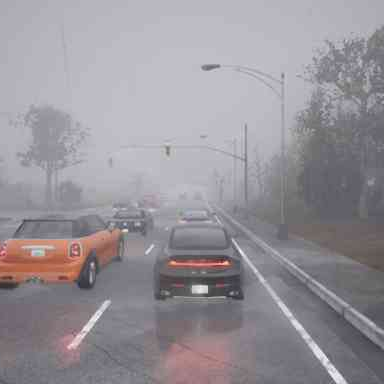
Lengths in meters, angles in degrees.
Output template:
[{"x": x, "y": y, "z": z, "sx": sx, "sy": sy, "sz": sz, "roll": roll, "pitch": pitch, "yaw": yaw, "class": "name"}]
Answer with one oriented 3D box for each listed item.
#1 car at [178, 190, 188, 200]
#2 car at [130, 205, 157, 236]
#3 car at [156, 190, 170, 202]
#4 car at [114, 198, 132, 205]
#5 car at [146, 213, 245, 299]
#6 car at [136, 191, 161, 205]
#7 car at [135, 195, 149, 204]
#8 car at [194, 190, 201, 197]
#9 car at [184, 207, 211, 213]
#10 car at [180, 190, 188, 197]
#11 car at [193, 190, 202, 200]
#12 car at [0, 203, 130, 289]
[{"x": -2.218, "y": 1.004, "z": 75.239, "sx": 1.837, "sy": 1.490, "sz": 4.892, "roll": 0, "pitch": 3, "yaw": 1, "class": "car"}, {"x": -3.242, "y": 1.598, "z": 18.437, "sx": 1.895, "sy": 1.301, "sz": 4.718, "roll": 0, "pitch": 0, "yaw": 0, "class": "car"}, {"x": -5.840, "y": 1.027, "z": 69.089, "sx": 2.150, "sy": 2.045, "sz": 5.566, "roll": 0, "pitch": 2, "yaw": 1, "class": "car"}, {"x": -9.855, "y": 1.541, "z": 47.555, "sx": 2.033, "sy": 1.411, "sz": 5.357, "roll": 0, "pitch": 0, "yaw": 1, "class": "car"}, {"x": 0.164, "y": 1.504, "z": 8.410, "sx": 1.837, "sy": 1.490, "sz": 4.892, "roll": 0, "pitch": 0, "yaw": 1, "class": "car"}, {"x": -6.335, "y": 1.215, "z": 48.420, "sx": 2.150, "sy": 2.045, "sz": 5.566, "roll": 0, "pitch": 0, "yaw": 1, "class": "car"}, {"x": -9.492, "y": 1.461, "z": 63.705, "sx": 1.837, "sy": 1.490, "sz": 4.892, "roll": 0, "pitch": 1, "yaw": 2, "class": "car"}, {"x": 1.485, "y": 0.306, "z": 85.587, "sx": 1.837, "sy": 1.490, "sz": 4.892, "roll": 0, "pitch": 3, "yaw": 1, "class": "car"}, {"x": 0.260, "y": 1.523, "z": 17.484, "sx": 1.812, "sy": 1.442, "sz": 4.674, "roll": 0, "pitch": 0, "yaw": 3, "class": "car"}, {"x": -2.015, "y": 0.330, "z": 85.657, "sx": 1.812, "sy": 1.442, "sz": 4.674, "roll": 0, "pitch": 3, "yaw": 1, "class": "car"}, {"x": 1.281, "y": 1.044, "z": 75.173, "sx": 2.033, "sy": 1.411, "sz": 5.357, "roll": 0, "pitch": 3, "yaw": 1, "class": "car"}, {"x": -3.325, "y": 1.351, "z": 9.351, "sx": 2.097, "sy": 1.767, "sz": 4.553, "roll": 0, "pitch": 0, "yaw": 1, "class": "car"}]
